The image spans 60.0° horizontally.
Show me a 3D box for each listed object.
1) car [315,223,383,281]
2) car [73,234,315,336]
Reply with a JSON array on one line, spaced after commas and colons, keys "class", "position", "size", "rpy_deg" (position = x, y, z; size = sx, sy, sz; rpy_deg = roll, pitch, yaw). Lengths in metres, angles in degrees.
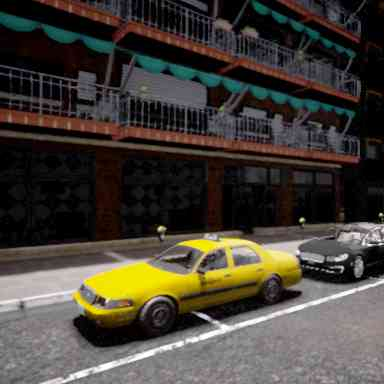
[{"class": "car", "position": [4.950, 1.643, 10.082], "size": [4.403, 1.369, 2.008], "rpy_deg": [1, 0, -35]}, {"class": "car", "position": [0.198, 1.562, 6.698], "size": [4.829, 1.417, 1.752], "rpy_deg": [1, 0, -35]}]
